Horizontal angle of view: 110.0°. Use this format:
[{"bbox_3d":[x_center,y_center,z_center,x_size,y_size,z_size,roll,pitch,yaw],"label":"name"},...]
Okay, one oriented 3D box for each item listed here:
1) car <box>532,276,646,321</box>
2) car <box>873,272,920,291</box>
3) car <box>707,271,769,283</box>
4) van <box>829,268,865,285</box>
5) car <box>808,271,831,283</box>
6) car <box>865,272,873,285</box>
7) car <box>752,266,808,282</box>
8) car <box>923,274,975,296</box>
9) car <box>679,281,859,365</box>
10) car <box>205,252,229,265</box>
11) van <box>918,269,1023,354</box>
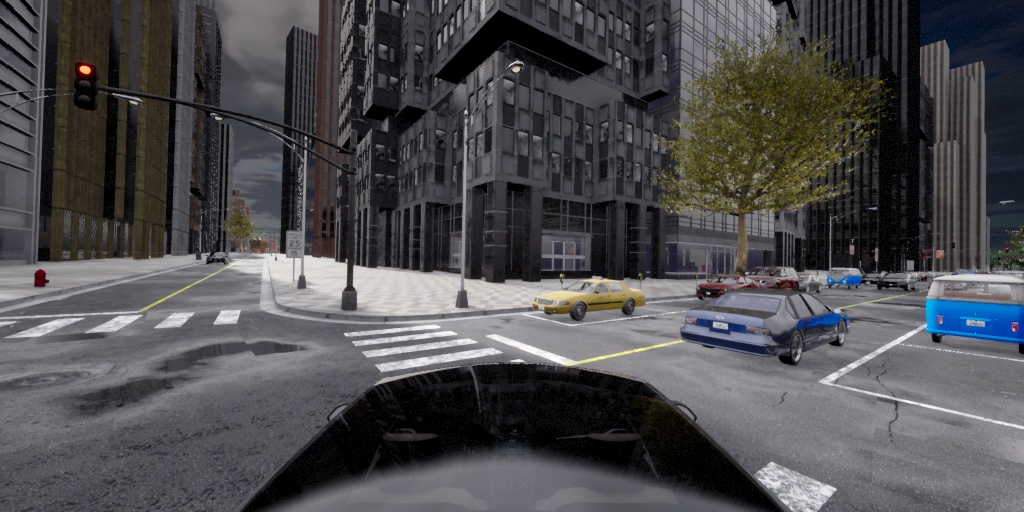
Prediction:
[{"bbox_3d":[2.948,1.448,13.292,4.829,1.417,1.751,0,0,-35],"label":"car"},{"bbox_3d":[33.345,2.179,31.063,4.892,1.490,1.837,2,-1,-35],"label":"car"},{"bbox_3d":[11.775,1.692,19.424,4.507,1.381,1.888,0,0,-35],"label":"car"},{"bbox_3d":[29.138,1.943,31.502,3.998,1.789,1.690,0,0,-35],"label":"van"},{"bbox_3d":[20.457,1.924,25.463,4.403,1.370,2.007,0,0,-35],"label":"car"},{"bbox_3d":[37.819,2.398,37.541,4.313,1.339,1.948,0,0,-35],"label":"car"},{"bbox_3d":[16.116,1.574,22.444,5.009,1.841,2.192,0,0,-35],"label":"car"},{"bbox_3d":[33.515,2.182,27.444,5.357,1.411,2.033,2,-1,-34],"label":"car"},{"bbox_3d":[6.167,1.469,8.503,5.357,1.411,2.033,1,-1,-35],"label":"car"},{"bbox_3d":[-35.417,0.241,43.194,1.837,1.490,4.892,2,0,-35],"label":"car"},{"bbox_3d":[12.390,1.385,9.467,3.998,1.789,1.690,0,0,-35],"label":"van"}]
